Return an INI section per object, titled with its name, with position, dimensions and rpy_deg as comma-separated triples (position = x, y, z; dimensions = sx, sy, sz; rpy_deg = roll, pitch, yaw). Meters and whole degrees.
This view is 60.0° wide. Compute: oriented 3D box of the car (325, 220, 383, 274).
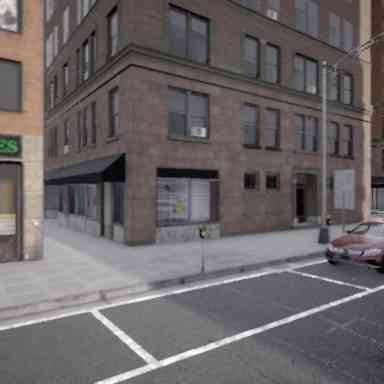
[car]
position = 5.952, 1.571, 10.428
dimensions = 4.206, 1.307, 1.802
rpy_deg = 0, 0, -35
